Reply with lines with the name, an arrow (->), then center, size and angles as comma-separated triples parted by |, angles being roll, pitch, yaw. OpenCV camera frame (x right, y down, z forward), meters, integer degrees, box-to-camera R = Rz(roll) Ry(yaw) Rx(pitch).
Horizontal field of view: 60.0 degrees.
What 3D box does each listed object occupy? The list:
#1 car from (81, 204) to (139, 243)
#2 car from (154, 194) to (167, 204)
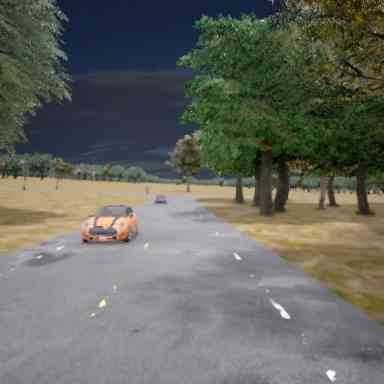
car -> -3.908, 1.425, 16.543 | 2.097, 1.767, 4.553 | 0, 0, -2
car -> -5.438, 1.203, 57.818 | 2.097, 1.767, 4.553 | 0, 1, -2
